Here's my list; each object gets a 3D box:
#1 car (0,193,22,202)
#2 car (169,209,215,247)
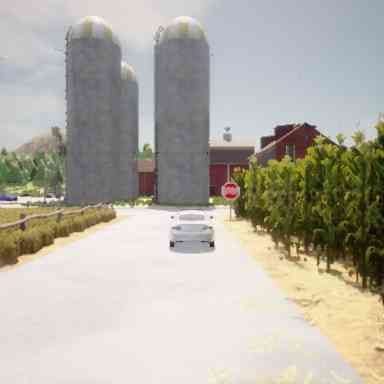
[{"bbox_3d":[-36.963,1.087,65.797,4.611,1.667,2.242,0,0,0],"label":"car"},{"bbox_3d":[0.000,1.490,14.646,1.812,1.442,4.674,0,0,0],"label":"car"}]
